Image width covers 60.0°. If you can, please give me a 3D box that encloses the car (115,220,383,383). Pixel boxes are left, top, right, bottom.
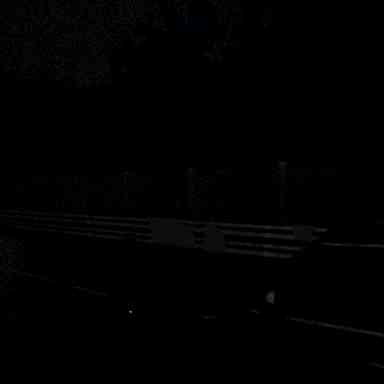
[{"bbox_3d":[1.845,1.221,2.686,5.566,2.045,2.150,-1,0,35],"label":"car"}]
